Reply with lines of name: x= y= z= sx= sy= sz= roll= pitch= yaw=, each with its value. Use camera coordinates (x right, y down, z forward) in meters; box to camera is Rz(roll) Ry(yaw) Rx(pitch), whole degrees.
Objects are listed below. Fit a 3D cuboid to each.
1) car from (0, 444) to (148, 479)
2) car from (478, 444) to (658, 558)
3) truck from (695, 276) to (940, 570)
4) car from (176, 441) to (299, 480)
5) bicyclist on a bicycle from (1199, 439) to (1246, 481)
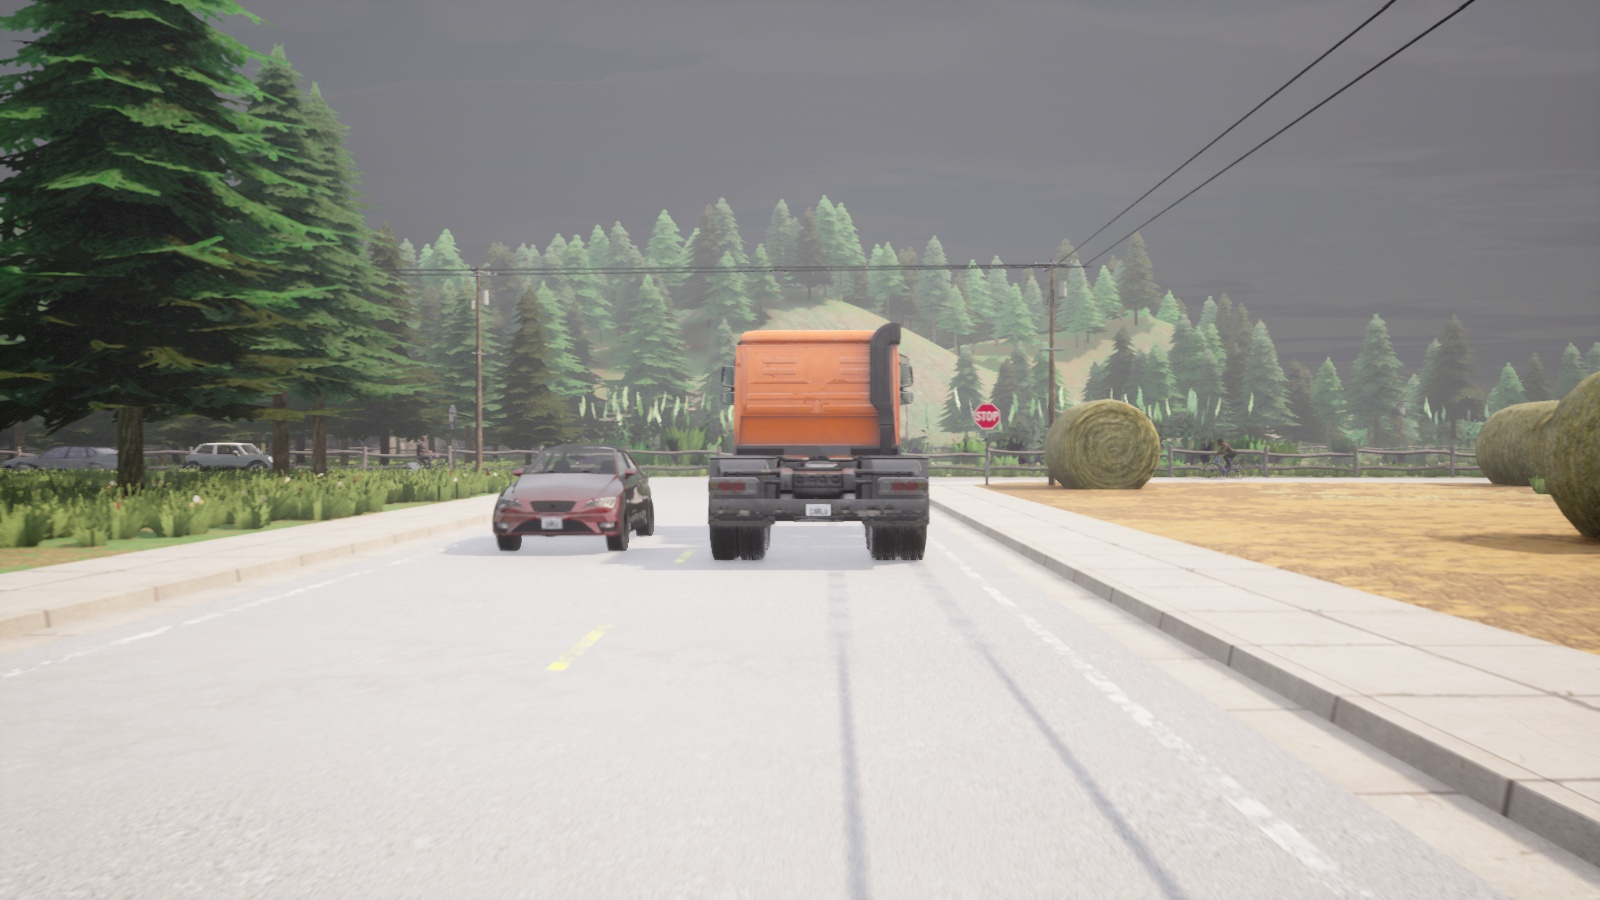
car: x=-30.123 y=0.447 z=51.874 sx=5.357 sy=1.411 sz=2.033 roll=0 pitch=0 yaw=2
car: x=-3.254 y=0.653 z=18.433 sx=1.816 sy=1.474 sz=4.193 roll=0 pitch=0 yaw=1
truck: x=0.251 y=-0.341 z=18.815 sx=2.891 sy=3.462 sz=7.936 roll=0 pitch=0 yaw=1
car: x=-21.492 y=0.388 z=48.042 sx=3.806 sy=1.475 sz=1.970 roll=0 pitch=0 yaw=3
bicyclist on a bicycle: x=16.569 y=0.401 z=49.269 sx=1.656 sy=1.620 sz=0.582 roll=0 pitch=0 yaw=3
